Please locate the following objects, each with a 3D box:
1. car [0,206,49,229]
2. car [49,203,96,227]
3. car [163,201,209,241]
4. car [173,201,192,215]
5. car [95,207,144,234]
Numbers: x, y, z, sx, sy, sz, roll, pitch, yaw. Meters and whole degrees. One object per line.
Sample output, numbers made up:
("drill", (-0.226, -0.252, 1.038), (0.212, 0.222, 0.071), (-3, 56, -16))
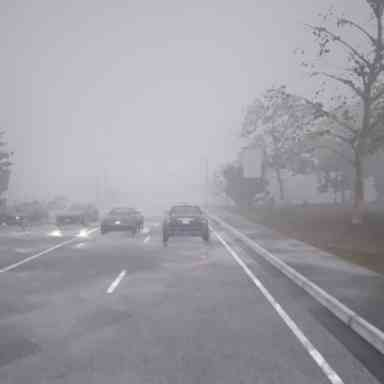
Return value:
("car", (-11.227, 1.618, 21.977), (1.895, 1.301, 4.718), (0, 0, -2))
("car", (-7.761, 1.491, 22.936), (1.882, 1.535, 5.008), (0, 0, -2))
("car", (-0.341, 1.349, 16.809), (2.097, 1.767, 4.553), (0, 0, -2))
("car", (-1.029, 1.637, 35.150), (1.895, 1.301, 4.718), (0, 0, -2))
("car", (-3.931, 1.567, 19.288), (1.994, 1.385, 4.181), (0, 0, -2))
